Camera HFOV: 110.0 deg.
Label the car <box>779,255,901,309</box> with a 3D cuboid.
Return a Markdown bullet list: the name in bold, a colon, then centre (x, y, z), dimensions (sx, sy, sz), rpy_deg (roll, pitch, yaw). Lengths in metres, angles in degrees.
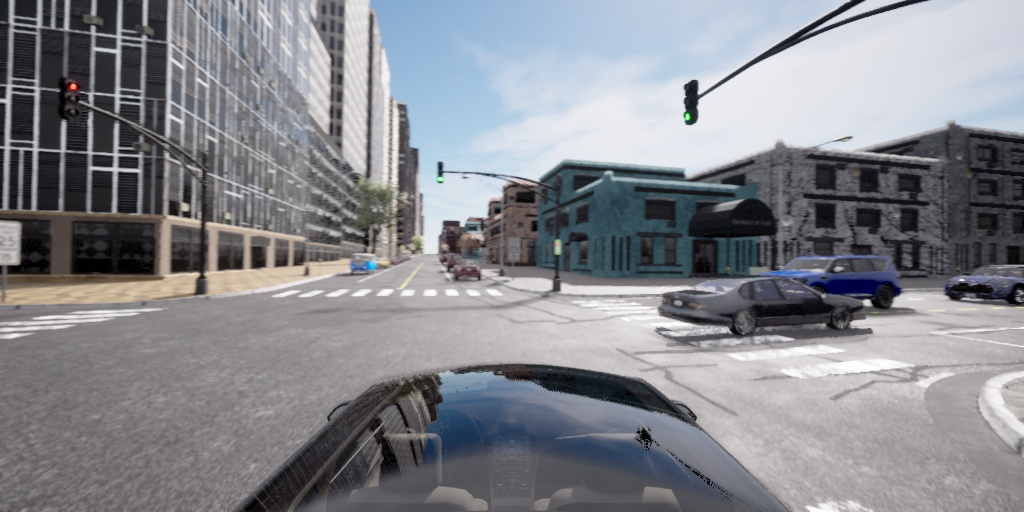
- **car**: centre (12.368, 0.983, 14.210), dimensions (5.566, 2.045, 2.150), rpy_deg (0, -1, -12)

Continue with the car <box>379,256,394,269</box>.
- **car**: centre (-15.354, 0.744, 41.997), dimensions (1.751, 1.417, 4.829), rpy_deg (0, 0, -13)

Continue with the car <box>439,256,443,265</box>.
- **car**: centre (-10.932, 0.496, 60.641), dimensions (2.192, 1.841, 5.009), rpy_deg (0, 0, -13)

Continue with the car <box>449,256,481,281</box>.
- **car**: centre (-3.511, 0.965, 27.417), dimensions (1.967, 1.591, 4.097), rpy_deg (0, 0, -13)

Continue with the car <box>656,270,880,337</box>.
- **car**: centre (6.750, 1.253, 9.828), dimensions (5.357, 1.411, 2.033), rpy_deg (0, 0, -12)

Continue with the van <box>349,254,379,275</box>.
- **van**: centre (-12.917, 0.674, 31.088), dimensions (1.690, 1.789, 3.998), rpy_deg (0, 0, -13)

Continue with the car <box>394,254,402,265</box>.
- **car**: centre (-17.865, 0.686, 53.237), dimensions (1.802, 1.307, 4.207), rpy_deg (0, 0, -13)

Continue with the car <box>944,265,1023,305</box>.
- **car**: centre (22.524, 1.186, 16.373), dimensions (4.553, 1.767, 2.097), rpy_deg (1, -1, -12)

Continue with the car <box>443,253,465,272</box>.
- **car**: centre (-5.984, 0.726, 38.492), dimensions (2.192, 1.841, 5.009), rpy_deg (0, 0, -13)

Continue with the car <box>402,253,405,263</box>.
- **car**: centre (-19.102, 0.613, 58.775), dimensions (1.948, 1.339, 4.313), rpy_deg (0, 0, -13)
